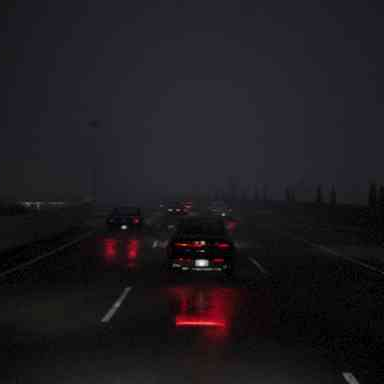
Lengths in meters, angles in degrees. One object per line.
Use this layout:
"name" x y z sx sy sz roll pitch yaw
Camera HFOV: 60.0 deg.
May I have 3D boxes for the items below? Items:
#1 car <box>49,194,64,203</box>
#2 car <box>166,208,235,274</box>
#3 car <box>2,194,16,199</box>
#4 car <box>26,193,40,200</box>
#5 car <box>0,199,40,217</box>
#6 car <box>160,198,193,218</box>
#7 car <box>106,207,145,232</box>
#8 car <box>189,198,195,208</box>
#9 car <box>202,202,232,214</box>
"car" -23.238 1.051 56.917 2.033 1.411 5.357 1 0 -29
"car" 0.250 1.501 10.627 1.837 1.490 4.892 1 0 0
"car" -30.540 0.964 55.490 1.895 1.301 4.718 1 0 -31
"car" -26.857 0.960 56.112 1.812 1.442 4.674 1 0 -30
"car" -10.888 1.321 19.186 2.033 1.411 5.357 1 0 -6
"car" -1.628 1.492 29.266 2.033 1.411 5.357 1 0 -11
"car" -3.711 1.513 19.355 1.895 1.301 4.718 1 0 -6
"car" -1.083 1.450 41.217 1.837 1.490 4.892 1 0 -17
"car" 2.050 1.542 28.266 1.812 1.442 4.674 1 0 -10
